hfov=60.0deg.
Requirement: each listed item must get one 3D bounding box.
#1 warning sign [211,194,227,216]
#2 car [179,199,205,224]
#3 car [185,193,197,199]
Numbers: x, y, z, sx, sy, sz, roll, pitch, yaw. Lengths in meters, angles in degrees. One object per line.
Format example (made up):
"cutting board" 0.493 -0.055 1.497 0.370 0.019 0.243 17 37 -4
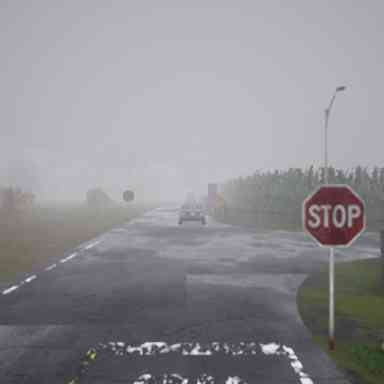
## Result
"warning sign" 2.329 1.077 28.897 1.300 1.860 1.060 0 0 0
"car" 0.001 1.516 24.352 2.033 1.411 5.357 0 0 0
"car" -0.253 1.448 61.337 1.994 1.385 4.181 0 0 0
